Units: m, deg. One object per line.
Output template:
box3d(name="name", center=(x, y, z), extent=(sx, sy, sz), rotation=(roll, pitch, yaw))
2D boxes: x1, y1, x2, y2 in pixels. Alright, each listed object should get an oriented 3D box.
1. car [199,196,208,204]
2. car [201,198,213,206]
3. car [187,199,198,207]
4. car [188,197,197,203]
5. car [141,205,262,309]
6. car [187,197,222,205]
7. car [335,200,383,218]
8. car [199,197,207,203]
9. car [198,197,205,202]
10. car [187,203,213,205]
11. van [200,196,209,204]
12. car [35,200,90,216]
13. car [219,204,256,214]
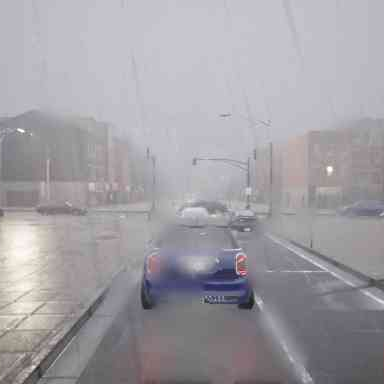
box3d(name="car", center=(2.696, 1.824, 76.783), extent=(1.967, 1.590, 4.097), rotation=(-1, -1, 0))
box3d(name="car", center=(2.684, 1.793, 60.911), extent=(2.008, 1.369, 4.403), rotation=(-1, -1, 0))
box3d(name="car", center=(0.141, 1.823, 58.412), extent=(1.895, 1.301, 4.718), rotation=(0, 0, 0))
box3d(name="car", center=(0.089, 2.003, 85.890), extent=(2.128, 1.511, 4.902), rotation=(0, -1, 0))
box3d(name="car", center=(0.106, 1.355, 8.011), extent=(2.097, 1.767, 4.553), rotation=(0, 0, 0))
box3d(name="car", center=(1.039, 1.573, 33.062), extent=(4.892, 1.490, 1.837), rotation=(1, 1, 0))
box3d(name="car", center=(16.718, 1.622, 33.012), extent=(4.553, 1.767, 2.097), rotation=(1, 1, 0))
box3d(name="car", center=(2.704, 1.982, 82.072), extent=(1.887, 1.381, 4.507), rotation=(-1, -1, 0))
box3d(name="car", center=(2.715, 2.138, 92.651), extent=(1.802, 1.307, 4.206), rotation=(-2, -1, 0))
box3d(name="car", center=(0.147, 1.546, 17.831), extent=(1.812, 1.442, 4.674), rotation=(0, 0, 1))
box3d(name="van", center=(2.689, 1.674, 71.494), extent=(1.690, 1.788, 3.998), rotation=(-1, -1, 0))
box3d(name="car", center=(-11.688, 1.458, 30.150), extent=(4.674, 1.442, 1.812), rotation=(1, 1, 2))
box3d(name="car", center=(2.644, 1.572, 18.083), extent=(2.008, 1.369, 4.403), rotation=(-1, 0, 0))
